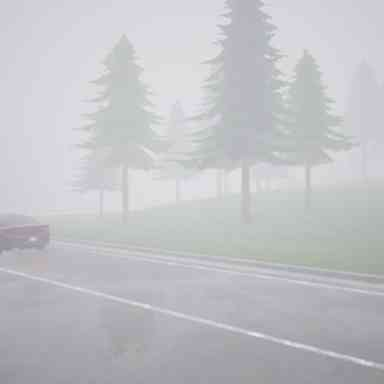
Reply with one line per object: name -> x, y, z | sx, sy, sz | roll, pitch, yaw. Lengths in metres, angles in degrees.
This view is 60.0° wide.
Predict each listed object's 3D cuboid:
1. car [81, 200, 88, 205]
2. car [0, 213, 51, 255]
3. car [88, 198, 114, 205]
car -> -21.833, 2.157, 73.264 | 2.033, 1.411, 5.357 | -1, 0, 35
car -> -7.925, 1.625, 13.850 | 5.008, 1.535, 1.882 | 0, 0, 36
car -> -18.967, 2.106, 71.255 | 2.128, 1.511, 4.902 | -1, 0, 35
